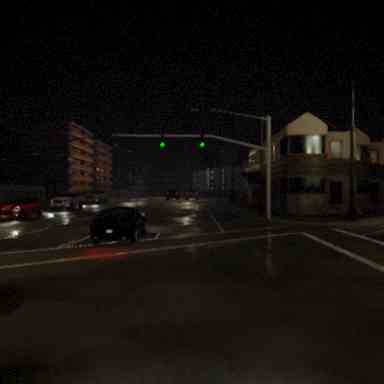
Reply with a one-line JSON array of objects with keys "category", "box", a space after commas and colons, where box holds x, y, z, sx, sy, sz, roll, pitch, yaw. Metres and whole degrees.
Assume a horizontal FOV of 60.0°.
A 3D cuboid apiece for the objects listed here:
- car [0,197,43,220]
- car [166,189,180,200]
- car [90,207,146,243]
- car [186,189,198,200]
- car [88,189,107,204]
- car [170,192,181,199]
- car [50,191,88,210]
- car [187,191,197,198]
[{"category": "car", "box": [-14.083, 1.250, 27.187, 2.097, 1.767, 4.553, 0, 1, 0]}, {"category": "car", "box": [-3.498, 0.449, 60.707, 2.150, 2.045, 5.566, 0, 0, 0]}, {"category": "car", "box": [-3.398, 1.459, 16.133, 1.882, 1.535, 5.008, 0, 0, 0]}, {"category": "car", "box": [0.002, 0.448, 61.005, 2.150, 2.045, 5.566, 0, 0, 0]}, {"category": "car", "box": [-13.999, 0.631, 48.438, 2.150, 2.045, 5.566, 0, 1, 0]}, {"category": "car", "box": [-3.498, 0.784, 71.405, 2.128, 1.511, 4.902, 0, -1, 0]}, {"category": "car", "box": [-14.018, 0.918, 37.702, 2.150, 2.045, 5.566, 0, 1, 0]}, {"category": "car", "box": [0.002, 0.614, 71.408, 2.128, 1.511, 4.902, 0, -1, 0]}]
